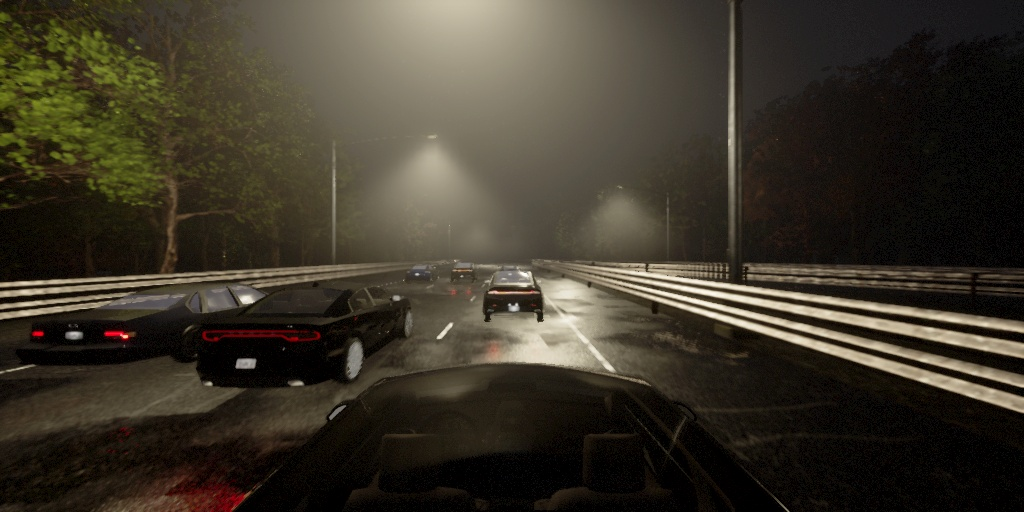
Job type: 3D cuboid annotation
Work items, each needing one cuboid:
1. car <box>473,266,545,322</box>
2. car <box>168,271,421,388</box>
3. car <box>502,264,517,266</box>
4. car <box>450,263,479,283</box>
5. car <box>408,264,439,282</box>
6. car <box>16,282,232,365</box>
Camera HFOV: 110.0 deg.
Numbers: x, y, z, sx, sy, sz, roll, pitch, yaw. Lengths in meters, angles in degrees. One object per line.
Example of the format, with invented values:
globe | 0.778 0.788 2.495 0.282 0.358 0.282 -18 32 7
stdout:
car | 0.041 1.251 12.433 2.128 1.511 4.902 0 0 0
car | -3.426 1.233 7.082 1.882 1.535 5.008 0 0 0
car | -0.187 1.349 29.053 1.994 1.385 4.181 0 0 -1
car | -3.674 1.277 28.405 2.128 1.511 4.902 0 0 -1
car | -7.188 1.351 29.035 1.994 1.385 4.181 0 0 -1
car | -6.926 1.304 8.170 2.033 1.411 5.357 0 0 0
